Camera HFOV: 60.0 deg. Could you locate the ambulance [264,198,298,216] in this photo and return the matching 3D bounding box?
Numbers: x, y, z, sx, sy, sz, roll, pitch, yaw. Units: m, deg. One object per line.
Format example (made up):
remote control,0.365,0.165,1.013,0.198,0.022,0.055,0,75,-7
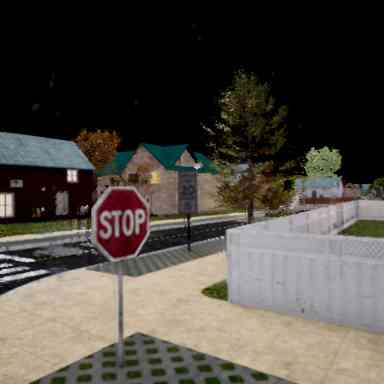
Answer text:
ambulance,10.152,1.412,37.846,2.351,2.431,6.366,-2,-1,34
